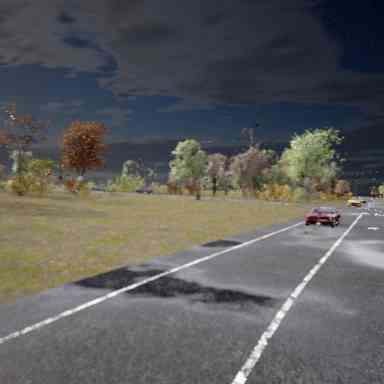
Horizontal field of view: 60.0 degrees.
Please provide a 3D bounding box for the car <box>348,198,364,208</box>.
[{"bbox_3d":[27.141,1.763,55.456,1.882,1.535,5.008,2,0,28],"label":"car"}]

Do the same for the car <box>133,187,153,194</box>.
[{"bbox_3d":[-10.957,-0.253,74.330,4.892,1.490,1.837,3,1,29],"label":"car"}]

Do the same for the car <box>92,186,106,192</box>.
[{"bbox_3d":[-22.610,-0.839,80.816,4.181,1.385,1.994,3,1,29],"label":"car"}]

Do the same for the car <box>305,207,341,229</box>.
[{"bbox_3d":[9.345,1.763,23.651,1.895,1.301,4.718,1,0,29],"label":"car"}]
